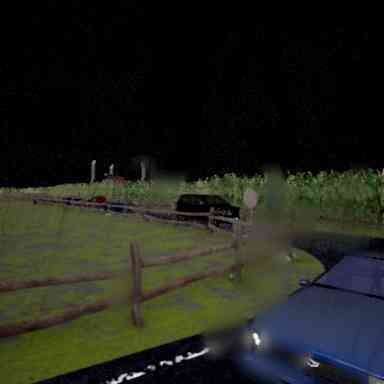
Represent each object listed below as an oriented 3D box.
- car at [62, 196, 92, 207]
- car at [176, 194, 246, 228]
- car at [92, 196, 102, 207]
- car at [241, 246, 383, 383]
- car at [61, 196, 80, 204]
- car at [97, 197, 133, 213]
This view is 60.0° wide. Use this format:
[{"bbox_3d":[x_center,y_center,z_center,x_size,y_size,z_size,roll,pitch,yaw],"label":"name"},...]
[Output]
[{"bbox_3d":[-16.140,1.267,46.307,2.128,1.511,4.902,2,-1,-35],"label":"car"},{"bbox_3d":[1.049,1.184,21.751,2.150,2.045,5.566,2,-1,-35],"label":"car"},{"bbox_3d":[-13.516,1.326,47.615,1.882,1.535,5.008,2,-2,-35],"label":"car"},{"bbox_3d":[3.065,1.588,4.973,5.357,1.411,2.033,1,0,-43],"label":"car"},{"bbox_3d":[-21.503,1.372,58.966,1.895,1.301,4.718,2,-1,-36],"label":"car"},{"bbox_3d":[-7.804,1.463,34.344,1.895,1.301,4.718,2,-1,-35],"label":"car"}]
